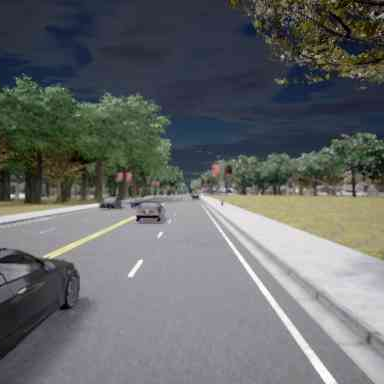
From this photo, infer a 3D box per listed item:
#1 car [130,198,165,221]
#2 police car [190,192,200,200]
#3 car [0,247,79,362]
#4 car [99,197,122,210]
[{"bbox_3d":[-3.146,1.440,25.864,2.033,1.411,5.357,0,0,0],"label":"car"},{"bbox_3d":[0.986,1.123,86.133,1.930,1.638,5.238,0,0,0],"label":"police car"},{"bbox_3d":[-3.151,1.504,4.748,1.812,1.442,4.674,0,0,0],"label":"car"},{"bbox_3d":[-9.832,1.316,40.528,1.882,1.535,5.008,0,0,0],"label":"car"}]
